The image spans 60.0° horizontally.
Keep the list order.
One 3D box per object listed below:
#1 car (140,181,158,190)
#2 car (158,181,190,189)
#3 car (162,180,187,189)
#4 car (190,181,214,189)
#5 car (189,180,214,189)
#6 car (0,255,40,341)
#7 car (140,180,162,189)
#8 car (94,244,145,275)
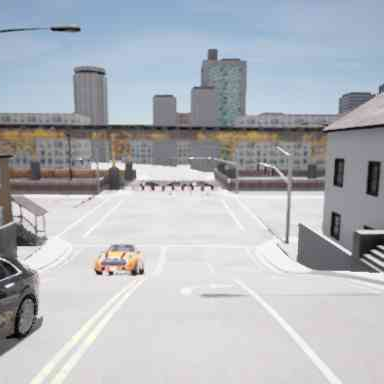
[{"bbox_3d":[-8.041,-1.302,65.326,4.974,1.542,2.038,8,11,43],"label":"car"},{"bbox_3d":[-3.433,-1.287,65.358,4.974,1.542,2.038,-6,10,-36],"label":"car"},{"bbox_3d":[-3.391,-1.447,65.367,4.536,1.218,1.853,-6,10,-36],"label":"car"},{"bbox_3d":[1.930,-1.378,66.165,4.974,1.542,2.038,4,9,28],"label":"car"},{"bbox_3d":[1.885,-1.537,66.167,4.536,1.218,1.853,4,9,28],"label":"car"},{"bbox_3d":[-3.650,1.599,4.180,1.837,1.490,4.892,0,-4,-1],"label":"car"},{"bbox_3d":[-8.079,-1.463,65.339,4.536,1.218,1.853,8,11,43],"label":"car"},{"bbox_3d":[-3.870,3.659,18.487,2.097,1.767,4.553,0,-13,-1],"label":"car"}]
